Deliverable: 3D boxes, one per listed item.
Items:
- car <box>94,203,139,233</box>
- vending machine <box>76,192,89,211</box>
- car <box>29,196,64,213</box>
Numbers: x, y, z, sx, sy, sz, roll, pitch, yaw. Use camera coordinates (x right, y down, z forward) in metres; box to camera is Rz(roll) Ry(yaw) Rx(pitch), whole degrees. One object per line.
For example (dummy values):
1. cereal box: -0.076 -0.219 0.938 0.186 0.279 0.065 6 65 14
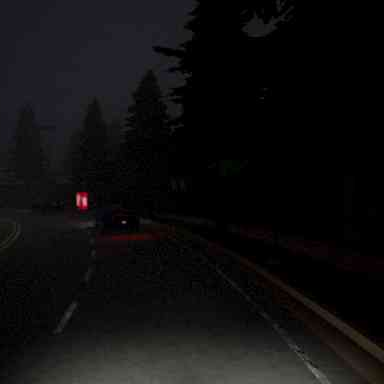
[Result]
1. car: -4.421 1.381 19.192 1.882 1.535 5.008 0 0 -23
2. vending machine: -12.418 1.024 37.707 0.880 2.100 1.100 0 0 44
3. car: -15.281 1.212 34.780 2.097 1.767 4.553 -1 1 -45
